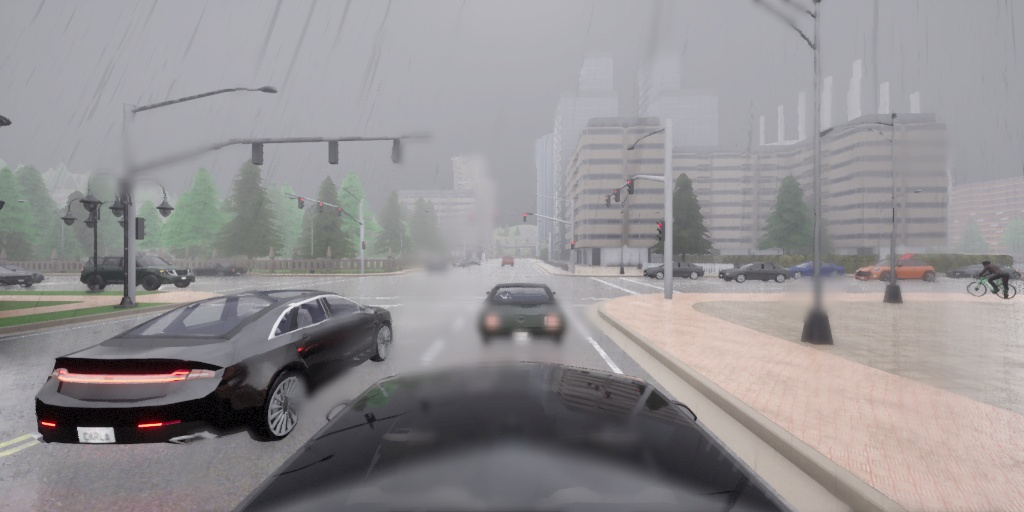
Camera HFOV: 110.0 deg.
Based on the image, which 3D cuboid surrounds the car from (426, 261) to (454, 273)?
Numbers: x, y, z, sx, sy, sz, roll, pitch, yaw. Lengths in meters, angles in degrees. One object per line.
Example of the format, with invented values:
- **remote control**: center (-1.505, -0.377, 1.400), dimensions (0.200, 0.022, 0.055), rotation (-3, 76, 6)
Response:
- **car**: center (-8.893, 1.297, 43.485), dimensions (2.033, 1.411, 5.357), rotation (0, 0, 2)

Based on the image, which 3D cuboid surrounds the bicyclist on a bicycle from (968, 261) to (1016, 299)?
- **bicyclist on a bicycle**: center (21.181, 1.051, 15.859), dimensions (0.582, 1.620, 1.656), rotation (0, 0, 2)

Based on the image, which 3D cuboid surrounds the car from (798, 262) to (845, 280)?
- **car**: center (25.481, 1.227, 30.707), dimensions (5.008, 1.535, 1.882), rotation (0, 0, 2)

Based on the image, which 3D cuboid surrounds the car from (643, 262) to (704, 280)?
- **car**: center (13.962, 1.255, 31.089), dimensions (4.892, 1.490, 1.837), rotation (0, 0, 2)

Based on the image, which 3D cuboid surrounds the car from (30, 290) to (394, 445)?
- **car**: center (-3.330, 1.242, 5.343), dimensions (2.128, 1.511, 4.902), rotation (0, 0, 1)

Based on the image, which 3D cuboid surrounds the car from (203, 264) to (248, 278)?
- **car**: center (-26.698, 1.351, 32.332), dimensions (4.718, 1.301, 1.895), rotation (0, 0, 3)

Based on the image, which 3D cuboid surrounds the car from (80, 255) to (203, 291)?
- **car**: center (-22.429, 0.971, 21.581), dimensions (5.566, 2.045, 2.150), rotation (0, 0, 2)

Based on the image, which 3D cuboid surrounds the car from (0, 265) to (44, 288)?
- **car**: center (-32.415, 1.228, 21.939), dimensions (5.008, 1.535, 1.882), rotation (0, 0, 2)

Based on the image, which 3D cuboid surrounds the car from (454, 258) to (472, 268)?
- **car**: center (-8.356, 1.242, 58.888), dimensions (2.128, 1.511, 4.902), rotation (0, 0, 2)

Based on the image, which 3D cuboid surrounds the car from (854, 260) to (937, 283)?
- **car**: center (28.835, 1.102, 27.092), dimensions (4.553, 1.767, 2.097), rotation (0, 0, 2)

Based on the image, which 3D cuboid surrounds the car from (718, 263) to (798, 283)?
- **car**: center (18.483, 1.255, 27.438), dimensions (4.892, 1.490, 1.837), rotation (0, 0, 2)

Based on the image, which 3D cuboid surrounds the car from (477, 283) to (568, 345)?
- **car**: center (0.263, 1.351, 9.494), dimensions (1.895, 1.301, 4.718), rotation (0, 0, 1)

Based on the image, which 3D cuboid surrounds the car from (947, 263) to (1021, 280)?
- **car**: center (39.660, 1.312, 30.221), dimensions (4.181, 1.385, 1.994), rotation (0, 0, 2)
